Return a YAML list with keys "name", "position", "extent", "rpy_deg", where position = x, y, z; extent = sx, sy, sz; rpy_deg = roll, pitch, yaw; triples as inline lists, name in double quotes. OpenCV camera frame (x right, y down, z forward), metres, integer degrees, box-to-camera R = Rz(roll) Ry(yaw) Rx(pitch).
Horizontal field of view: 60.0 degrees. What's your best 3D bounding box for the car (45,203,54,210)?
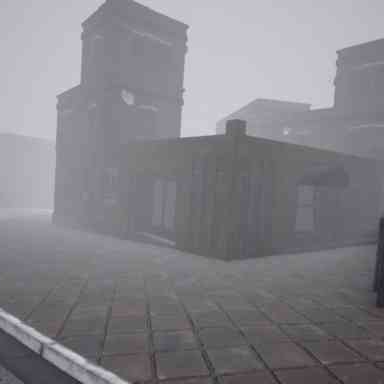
- name: "car"
  position: [-22.274, 2.333, 55.256]
  extent: [1.994, 1.385, 4.181]
  rpy_deg: [5, -1, 18]
